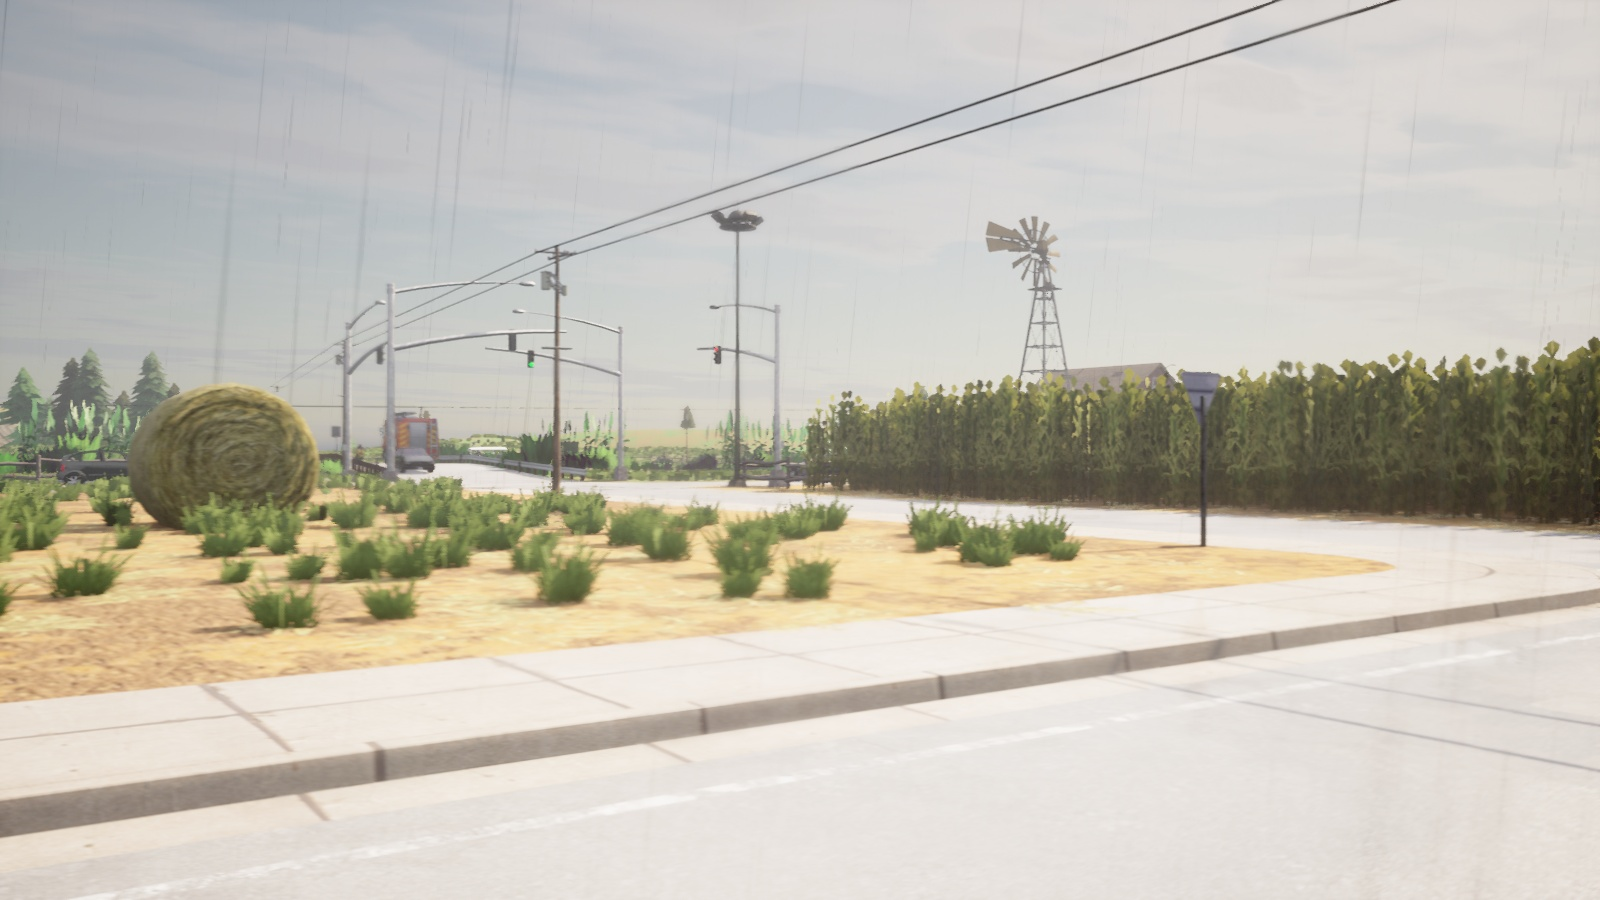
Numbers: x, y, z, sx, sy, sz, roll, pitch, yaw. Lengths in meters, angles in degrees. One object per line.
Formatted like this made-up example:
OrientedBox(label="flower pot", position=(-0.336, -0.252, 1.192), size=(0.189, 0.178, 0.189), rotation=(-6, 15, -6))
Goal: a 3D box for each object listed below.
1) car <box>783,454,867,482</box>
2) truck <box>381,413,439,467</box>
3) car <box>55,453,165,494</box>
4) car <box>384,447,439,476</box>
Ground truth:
OrientedBox(label="car", position=(1.349, 0.932, 66.617), size=(4.193, 1.474, 1.816), rotation=(0, 0, -34))
OrientedBox(label="truck", position=(-29.230, -0.693, 93.837), size=(2.891, 3.827, 8.468), rotation=(-1, 0, -26))
OrientedBox(label="car", position=(-27.080, 0.891, 49.307), size=(3.705, 1.549, 1.789), rotation=(0, 0, -31))
OrientedBox(label="car", position=(-22.732, 0.645, 73.339), size=(2.033, 1.411, 5.357), rotation=(0, 3, -28))
